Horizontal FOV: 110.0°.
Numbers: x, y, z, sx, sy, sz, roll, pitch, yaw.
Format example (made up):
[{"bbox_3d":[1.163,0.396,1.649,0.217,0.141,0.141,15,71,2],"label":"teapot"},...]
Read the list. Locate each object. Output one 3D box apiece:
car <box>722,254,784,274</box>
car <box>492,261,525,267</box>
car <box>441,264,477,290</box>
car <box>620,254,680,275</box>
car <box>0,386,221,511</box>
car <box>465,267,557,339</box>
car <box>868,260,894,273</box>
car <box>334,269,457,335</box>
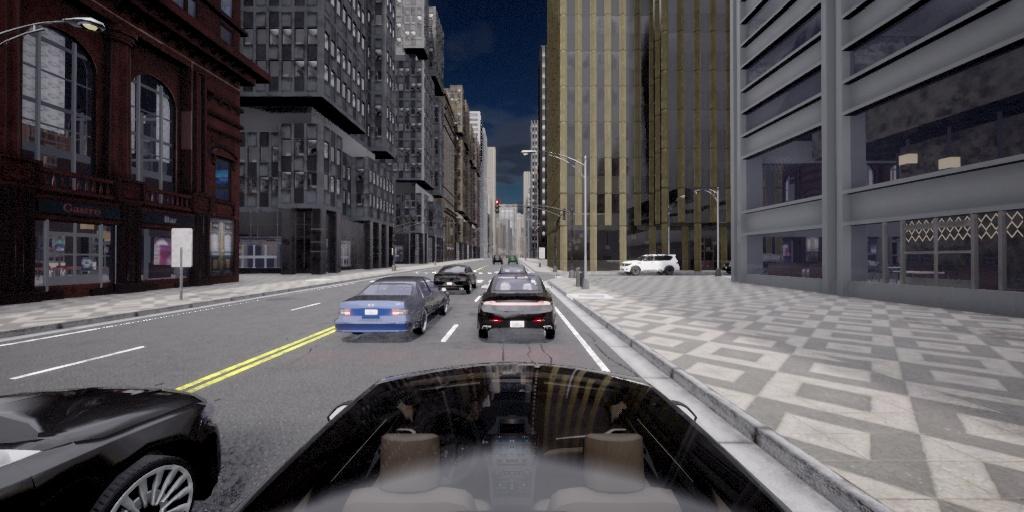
[{"bbox_3d":[24.164,0.814,35.829,5.566,2.045,2.150,0,0,0],"label":"car"},{"bbox_3d":[0.045,1.225,19.504,2.128,1.511,4.902,0,0,0],"label":"car"},{"bbox_3d":[-3.101,1.210,20.263,1.882,1.535,5.008,0,0,0],"label":"car"},{"bbox_3d":[13.737,0.859,35.829,5.566,2.045,2.150,0,0,0],"label":"car"},{"bbox_3d":[-3.149,1.241,0.751,2.128,1.511,4.902,0,0,0],"label":"car"},{"bbox_3d":[0.120,1.238,10.074,2.128,1.511,4.902,0,0,0],"label":"car"},{"bbox_3d":[34.781,1.098,35.815,5.357,1.411,2.033,0,0,0],"label":"car"},{"bbox_3d":[-3.129,1.293,10.494,2.033,1.411,5.357,0,0,0],"label":"car"}]
